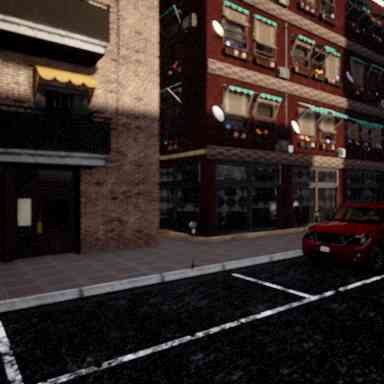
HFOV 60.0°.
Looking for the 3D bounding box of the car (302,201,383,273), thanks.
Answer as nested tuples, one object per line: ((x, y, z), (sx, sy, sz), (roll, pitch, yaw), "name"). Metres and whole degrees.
((5.708, 1.240, 10.623), (5.009, 1.841, 2.192), (0, 1, -35), "car")
